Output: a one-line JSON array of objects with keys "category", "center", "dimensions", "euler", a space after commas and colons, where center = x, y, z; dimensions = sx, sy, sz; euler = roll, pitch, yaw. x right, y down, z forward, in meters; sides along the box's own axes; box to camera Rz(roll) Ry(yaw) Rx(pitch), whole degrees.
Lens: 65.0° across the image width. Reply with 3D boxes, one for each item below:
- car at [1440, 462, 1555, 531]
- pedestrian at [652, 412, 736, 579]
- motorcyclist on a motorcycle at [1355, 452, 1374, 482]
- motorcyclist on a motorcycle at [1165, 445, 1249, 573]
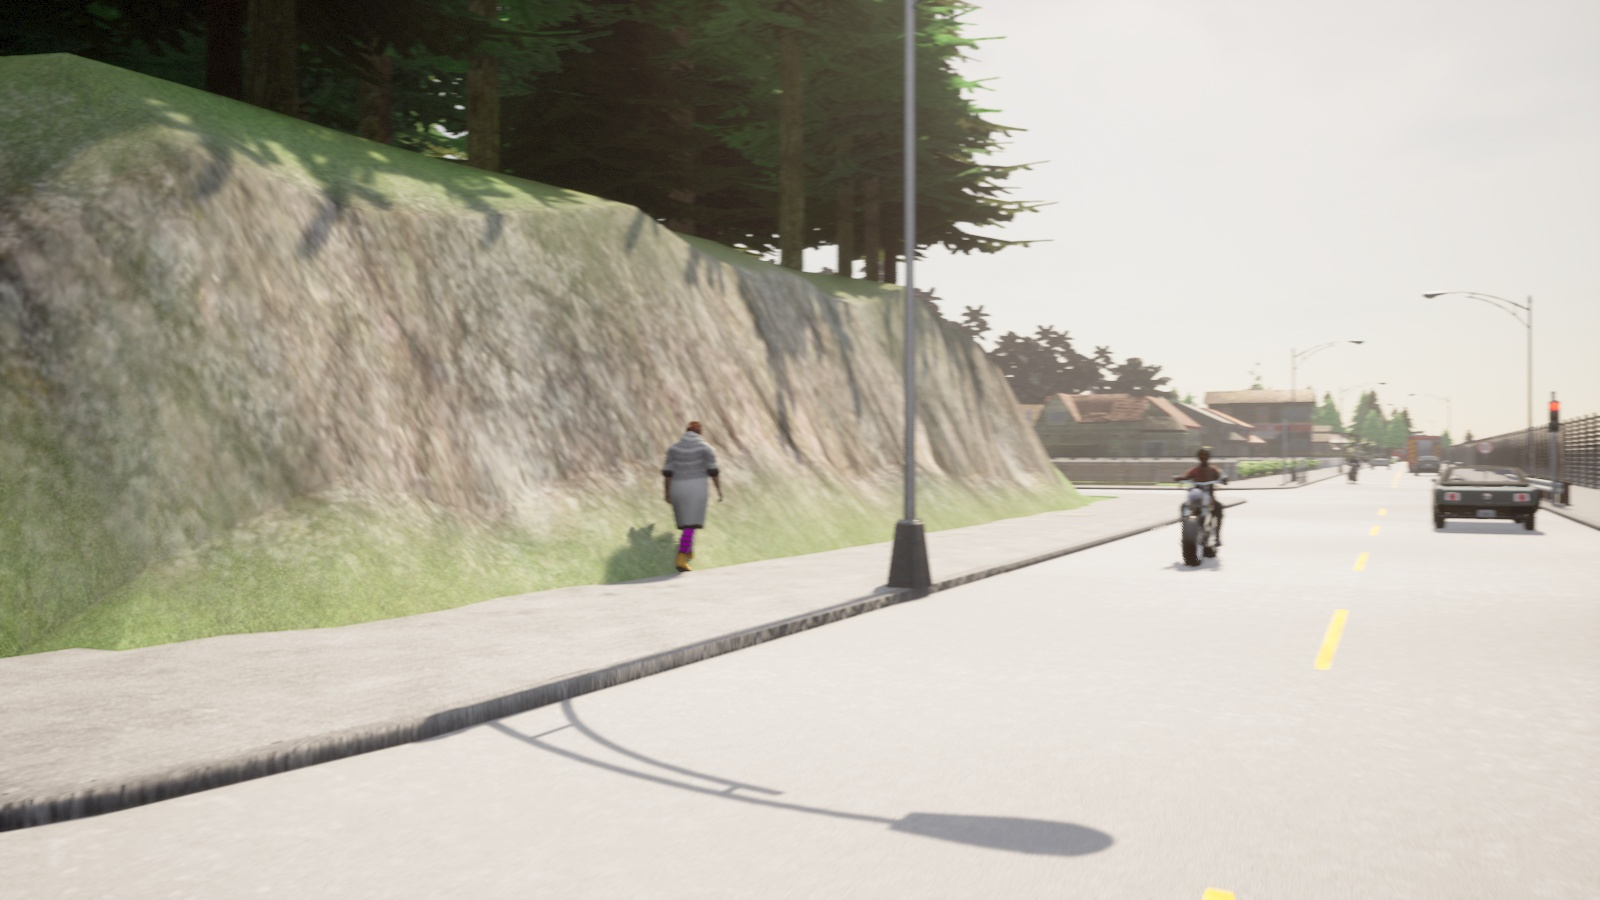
[{"category": "car", "center": [14.666, 0.921, 26.617], "dimensions": [1.895, 1.301, 4.718], "euler": [0, 0, 26]}, {"category": "pedestrian", "center": [-1.275, 0.537, 15.206], "dimensions": [0.659, 1.952, 0.873], "euler": [0, 0, 25]}, {"category": "motorcyclist on a motorcycle", "center": [30.219, 0.917, 67.204], "dimensions": [0.866, 1.590, 1.817], "euler": [0, 0, 26]}, {"category": "motorcyclist on a motorcycle", "center": [5.676, 0.761, 17.433], "dimensions": [0.766, 1.649, 2.350], "euler": [0, 0, 26]}]
